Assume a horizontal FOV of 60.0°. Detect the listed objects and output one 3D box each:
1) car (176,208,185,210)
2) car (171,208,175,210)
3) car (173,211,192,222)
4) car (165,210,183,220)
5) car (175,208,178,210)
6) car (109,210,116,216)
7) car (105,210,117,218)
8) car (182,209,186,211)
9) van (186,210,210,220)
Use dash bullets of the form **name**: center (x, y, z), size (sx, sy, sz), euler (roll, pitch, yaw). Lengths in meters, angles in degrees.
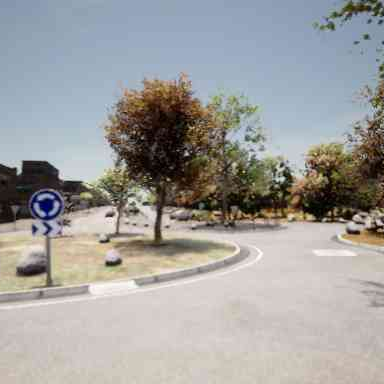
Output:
- **car**: center (-0.963, 5.520, 83.187), size (5.008, 1.535, 2.097), euler (1, -2, -11)
- **car**: center (-2.617, 5.769, 91.344), size (5.008, 1.535, 2.097), euler (1, -2, -11)
- **car**: center (-1.892, 4.825, 62.115), size (1.837, 1.490, 4.892), euler (1, -3, -11)
- **car**: center (-3.893, 5.196, 71.948), size (2.128, 1.511, 4.902), euler (1, -2, -11)
- **car**: center (-1.486, 5.478, 85.916), size (4.553, 1.767, 2.185), euler (1, -2, -11)
- **car**: center (-21.981, 5.746, 92.104), size (1.837, 1.490, 4.892), euler (1, -2, -11)
- **car**: center (-18.793, 5.163, 76.168), size (1.837, 1.490, 4.892), euler (1, -2, -11)
- **car**: center (0.154, 5.385, 77.753), size (4.792, 1.488, 2.163), euler (1, -2, -11)
- **van**: center (1.655, 4.883, 69.574), size (4.442, 1.987, 1.878), euler (1, -2, -11)
